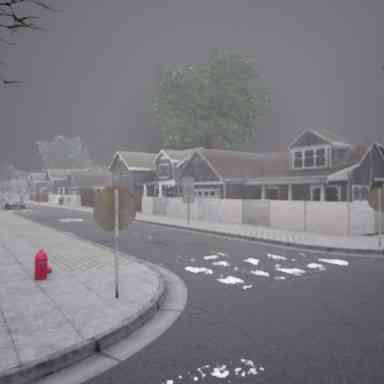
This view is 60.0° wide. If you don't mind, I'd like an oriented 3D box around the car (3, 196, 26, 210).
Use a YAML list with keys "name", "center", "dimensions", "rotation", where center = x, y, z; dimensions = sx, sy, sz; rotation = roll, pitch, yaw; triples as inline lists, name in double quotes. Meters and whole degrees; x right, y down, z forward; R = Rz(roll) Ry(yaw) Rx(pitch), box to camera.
- name: "car"
  center: [-23.187, 1.546, 43.613]
  dimensions: [1.812, 1.442, 4.674]
  rotation: [0, 0, -35]
